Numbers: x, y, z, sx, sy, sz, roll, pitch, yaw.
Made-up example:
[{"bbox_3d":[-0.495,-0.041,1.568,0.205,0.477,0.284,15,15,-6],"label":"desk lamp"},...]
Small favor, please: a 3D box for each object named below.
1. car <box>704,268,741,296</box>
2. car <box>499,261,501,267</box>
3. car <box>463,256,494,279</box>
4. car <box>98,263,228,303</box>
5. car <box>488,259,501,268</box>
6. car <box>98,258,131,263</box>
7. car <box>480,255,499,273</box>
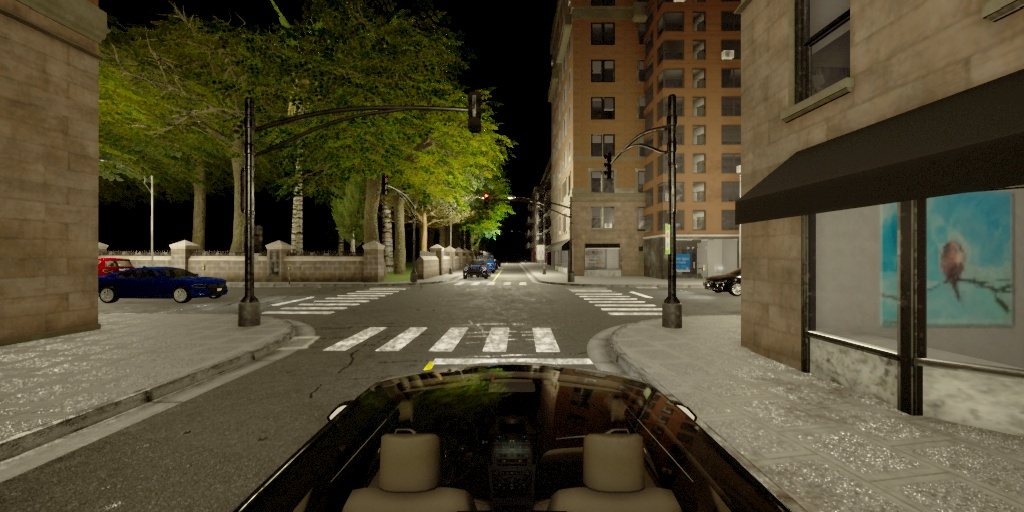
[{"bbox_3d":[12.690,1.271,18.716,4.892,1.490,1.837,0,0,1],"label":"car"},{"bbox_3d":[-3.018,1.171,51.989,1.882,1.535,5.008,0,0,0],"label":"car"},{"bbox_3d":[-3.088,1.083,32.198,2.097,1.767,4.553,0,0,1],"label":"car"},{"bbox_3d":[-15.471,1.212,15.897,5.008,1.535,1.882,0,0,0],"label":"car"},{"bbox_3d":[-2.972,1.237,62.012,1.994,1.385,4.181,0,0,0],"label":"car"},{"bbox_3d":[-25.922,1.034,21.815,5.009,1.841,2.192,0,0,1],"label":"car"},{"bbox_3d":[-3.045,0.935,41.962,2.150,2.045,5.566,0,0,0],"label":"car"}]
